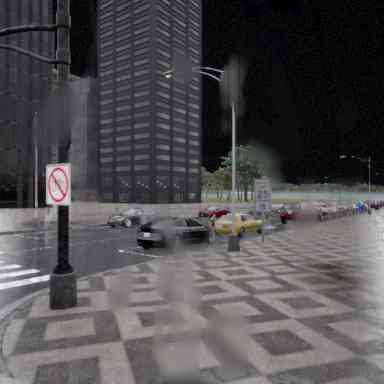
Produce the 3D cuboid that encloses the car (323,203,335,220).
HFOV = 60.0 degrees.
[{"bbox_3d":[12.519,2.114,33.274,1.887,1.381,4.507,-1,-2,35],"label":"car"}]

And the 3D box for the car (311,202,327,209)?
[{"bbox_3d":[25.240,2.673,65.799,1.887,1.381,4.507,-1,-2,35],"label":"car"}]

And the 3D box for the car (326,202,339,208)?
[{"bbox_3d":[31.794,2.892,74.989,1.802,1.307,4.206,-1,-2,35],"label":"car"}]

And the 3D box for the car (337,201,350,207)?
[{"bbox_3d":[38.346,3.038,84.179,2.008,1.369,4.403,-1,-1,35],"label":"car"}]

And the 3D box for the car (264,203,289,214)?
[{"bbox_3d":[12.134,2.306,47.418,2.008,1.369,4.403,-1,-2,35],"label":"car"}]

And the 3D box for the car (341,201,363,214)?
[{"bbox_3d":[22.349,2.295,47.063,1.967,1.590,4.097,-1,-2,35],"label":"car"}]

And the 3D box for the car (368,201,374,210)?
[{"bbox_3d":[28.903,2.592,56.251,2.008,1.369,4.403,-1,-2,35],"label":"car"}]

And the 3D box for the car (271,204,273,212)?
[{"bbox_3d":[8.858,2.210,42.824,2.008,1.369,4.403,-1,-2,35],"label":"car"}]

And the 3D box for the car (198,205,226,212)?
[{"bbox_3d":[2.307,2.016,33.634,1.887,1.381,4.507,-1,-2,35],"label":"car"}]

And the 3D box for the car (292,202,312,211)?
[{"bbox_3d":[18.687,2.494,56.609,2.008,1.369,4.403,-1,-2,35],"label":"car"}]

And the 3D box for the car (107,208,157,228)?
[{"bbox_3d":[-4.245,1.842,24.443,2.008,1.369,4.403,-1,-1,35],"label":"car"}]

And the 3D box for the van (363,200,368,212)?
[{"bbox_3d":[25.625,2.290,51.660,1.690,1.788,3.998,-1,-2,35],"label":"van"}]

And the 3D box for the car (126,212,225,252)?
[{"bbox_3d":[-0.585,1.775,14.893,1.947,1.339,4.313,-1,-2,35],"label":"car"}]

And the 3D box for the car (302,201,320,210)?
[{"bbox_3d":[21.963,2.477,61.206,1.967,1.590,4.097,-1,-2,35],"label":"car"}]

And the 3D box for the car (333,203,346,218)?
[{"bbox_3d":[15.800,2.246,37.874,1.802,1.307,4.206,-1,-2,36],"label":"car"}]

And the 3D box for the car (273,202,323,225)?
[{"bbox_3d":[9.242,1.792,28.685,2.192,1.841,5.009,-1,-2,35],"label":"car"}]

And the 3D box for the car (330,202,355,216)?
[{"bbox_3d":[19.072,2.304,42.465,1.887,1.381,4.507,-1,-2,35],"label":"car"}]

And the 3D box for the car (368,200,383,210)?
[{"bbox_3d":[35.455,2.540,65.447,2.192,1.841,5.009,-1,-2,35],"label":"car"}]

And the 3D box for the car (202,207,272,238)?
[{"bbox_3d":[2.789,1.824,19.627,1.752,1.417,4.829,-1,-2,35],"label":"car"}]
